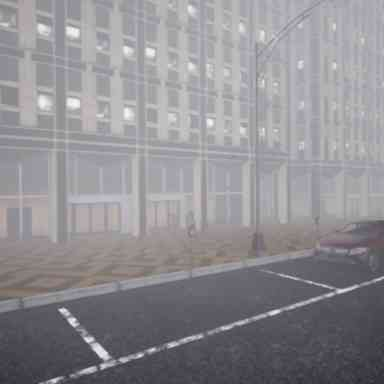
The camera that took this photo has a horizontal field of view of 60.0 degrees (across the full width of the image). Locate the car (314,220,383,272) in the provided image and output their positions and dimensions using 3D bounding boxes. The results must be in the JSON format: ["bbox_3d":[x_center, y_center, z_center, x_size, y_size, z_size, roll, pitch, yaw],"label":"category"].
[{"bbox_3d":[5.660,1.571,10.603,4.206,1.307,1.802,0,-1,-35],"label":"car"}]
